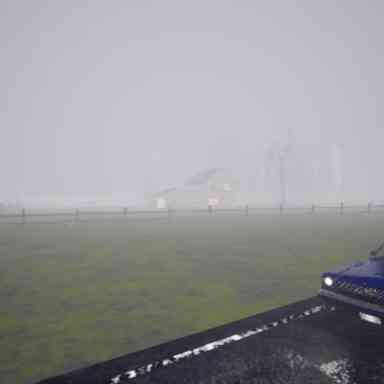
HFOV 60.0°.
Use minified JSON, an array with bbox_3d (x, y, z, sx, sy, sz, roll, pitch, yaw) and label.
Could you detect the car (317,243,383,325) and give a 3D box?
[{"bbox_3d":[4.475,1.600,6.357,4.718,1.301,1.895,0,0,-36],"label":"car"}]
